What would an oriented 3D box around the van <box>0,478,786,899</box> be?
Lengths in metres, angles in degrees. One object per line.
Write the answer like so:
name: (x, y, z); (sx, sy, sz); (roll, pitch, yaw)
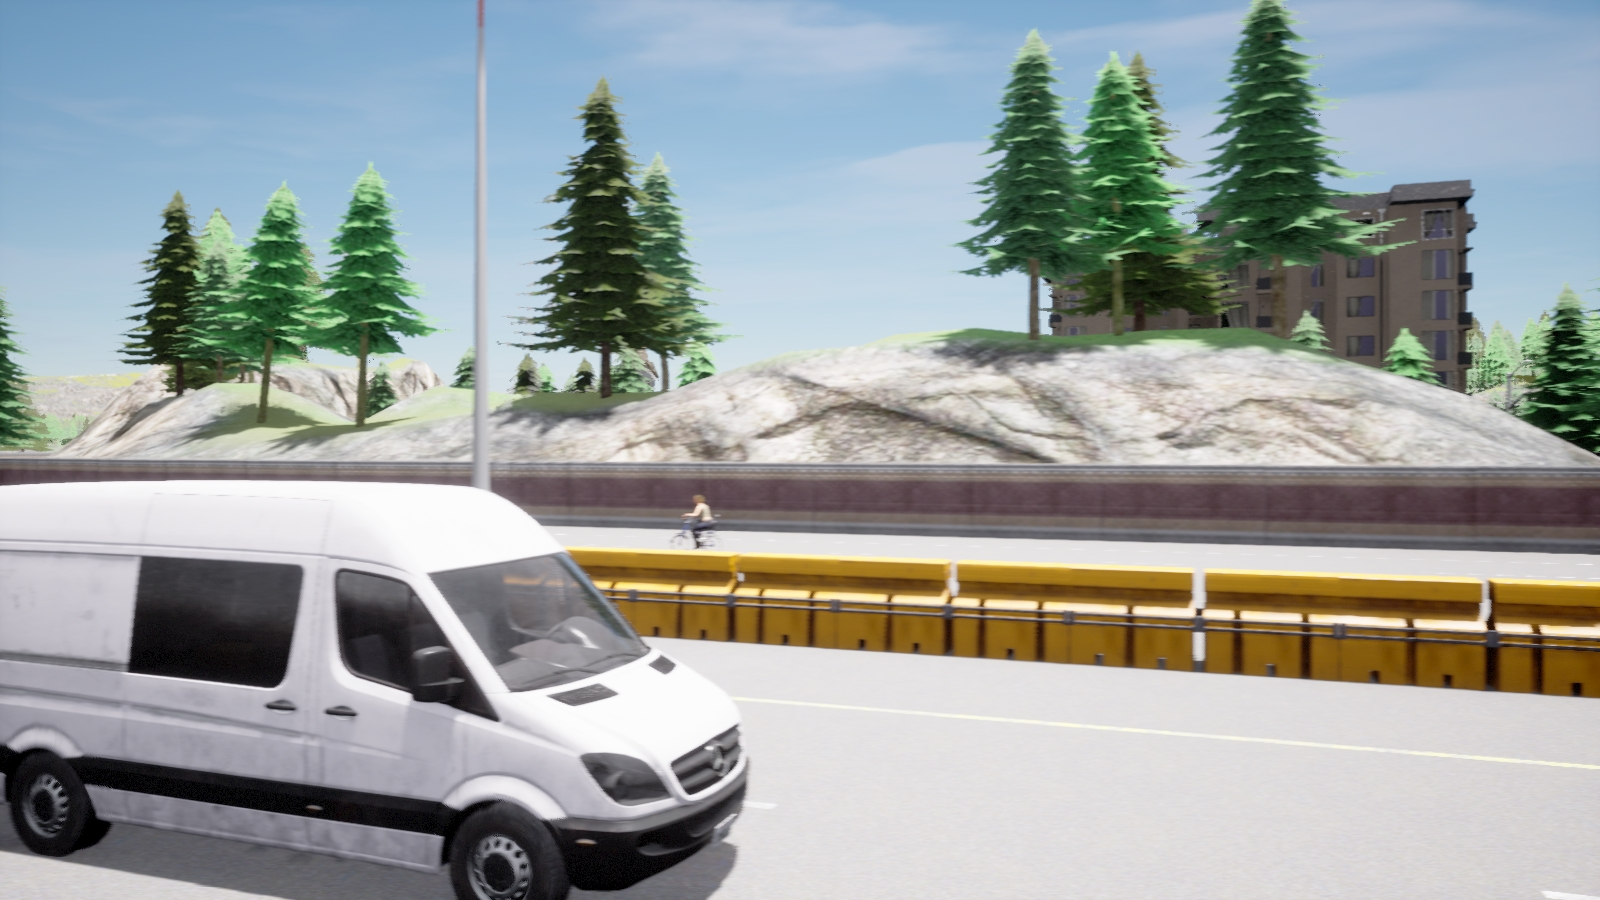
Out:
van: (-3.220, 1.529, 8.184); (5.915, 2.561, 1.988); (0, 0, 20)
